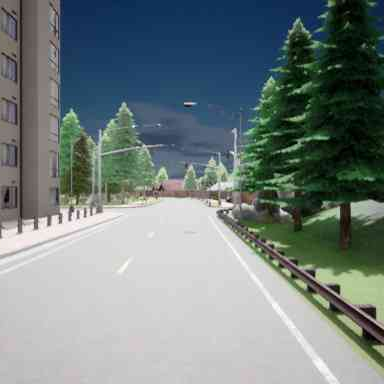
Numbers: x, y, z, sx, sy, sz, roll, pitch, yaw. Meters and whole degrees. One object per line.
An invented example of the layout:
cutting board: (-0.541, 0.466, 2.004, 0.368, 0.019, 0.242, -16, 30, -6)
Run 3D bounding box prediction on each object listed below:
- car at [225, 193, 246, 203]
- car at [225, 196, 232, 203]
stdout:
car: (8.432, 1.119, 64.914, 3.866, 1.878, 1.905, 0, 0, -1)
car: (8.846, 1.117, 62.404, 4.605, 1.855, 1.932, 0, 0, -1)
